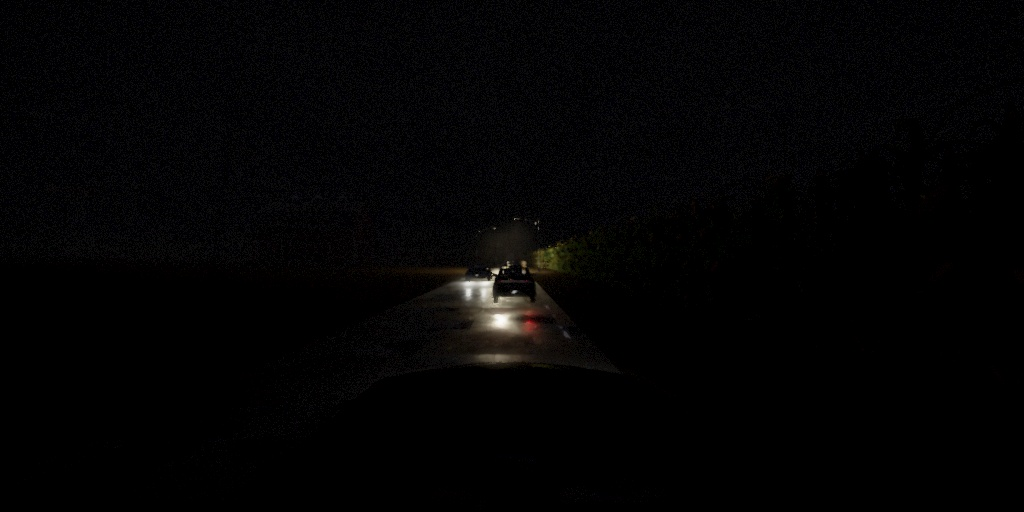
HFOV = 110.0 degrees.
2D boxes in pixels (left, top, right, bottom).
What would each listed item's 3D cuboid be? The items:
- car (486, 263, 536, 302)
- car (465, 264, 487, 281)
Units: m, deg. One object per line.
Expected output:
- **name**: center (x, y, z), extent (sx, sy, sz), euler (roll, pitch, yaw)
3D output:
- **car**: center (0.101, 1.247, 16.898), extent (2.128, 1.511, 4.902), euler (0, 0, 0)
- **car**: center (-2.754, 1.350, 30.380), extent (1.994, 1.385, 4.181), euler (0, 0, 0)
